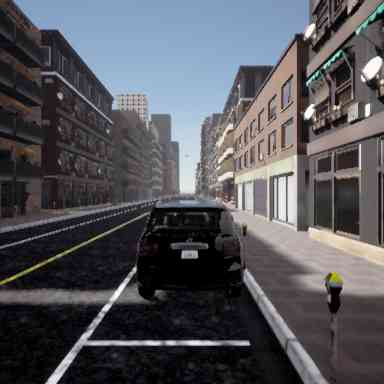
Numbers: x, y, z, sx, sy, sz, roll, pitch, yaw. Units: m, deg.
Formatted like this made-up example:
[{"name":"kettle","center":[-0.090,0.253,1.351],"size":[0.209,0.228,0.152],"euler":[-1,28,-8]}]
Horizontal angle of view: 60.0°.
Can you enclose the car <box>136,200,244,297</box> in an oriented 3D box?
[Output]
[{"name":"car","center":[-0.038,1.219,8.679],"size":[2.150,2.045,5.566],"euler":[0,0,0]}]
